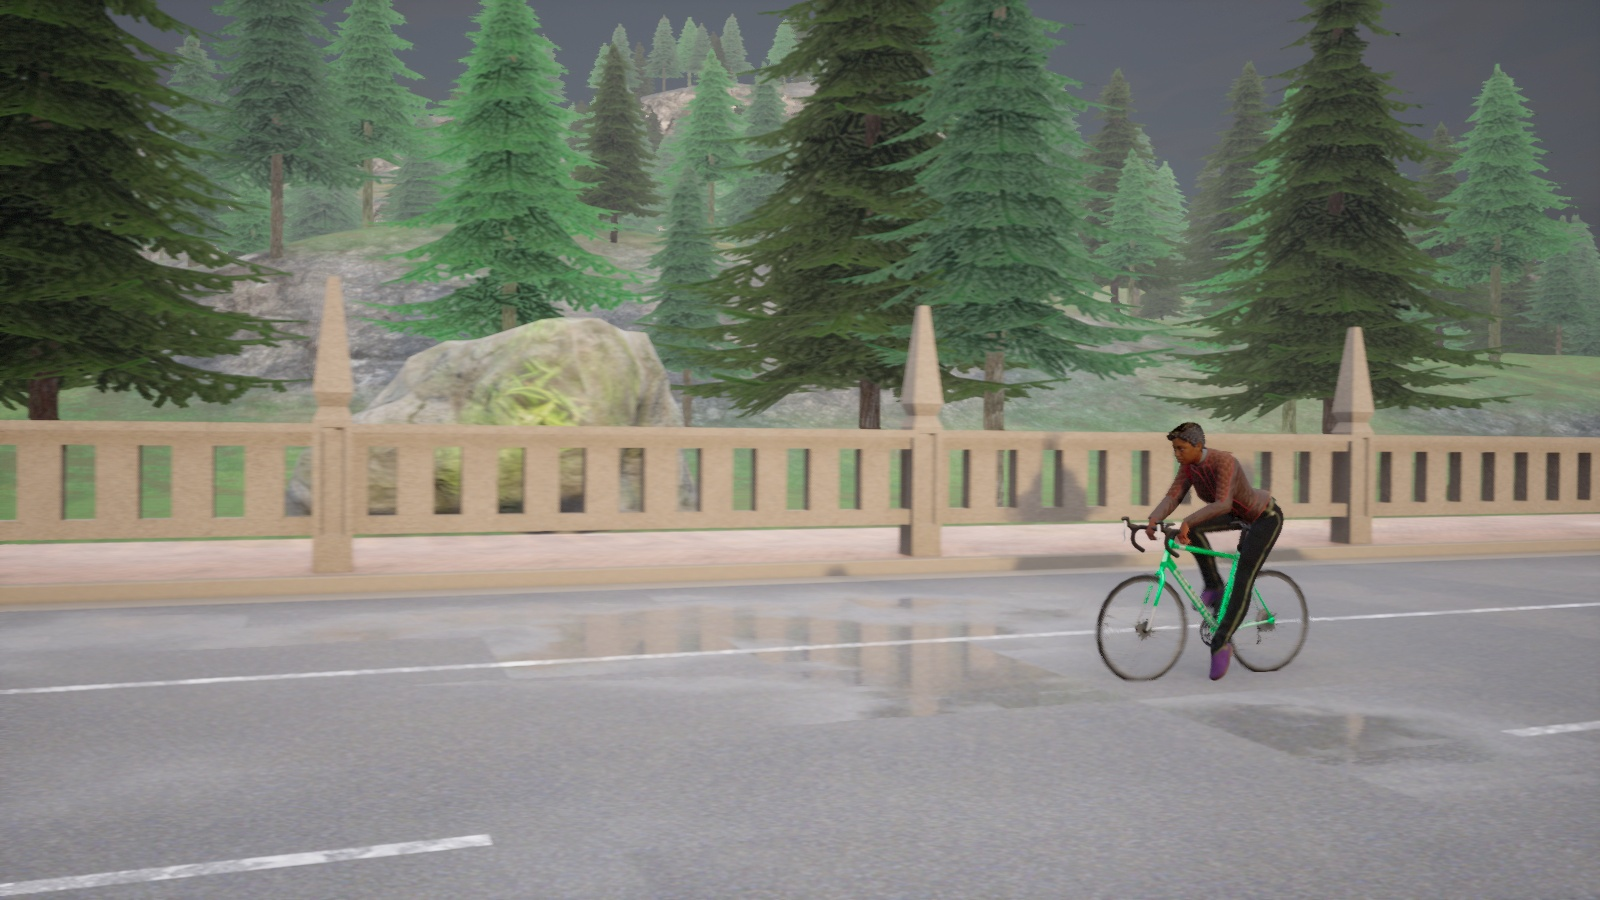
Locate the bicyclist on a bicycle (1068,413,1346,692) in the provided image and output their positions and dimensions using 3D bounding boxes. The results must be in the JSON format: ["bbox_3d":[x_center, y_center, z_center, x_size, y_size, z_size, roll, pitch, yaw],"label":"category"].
[{"bbox_3d":[2.584,0.593,7.964,1.656,1.620,0.582,-1,1,-21],"label":"bicyclist on a bicycle"}]
